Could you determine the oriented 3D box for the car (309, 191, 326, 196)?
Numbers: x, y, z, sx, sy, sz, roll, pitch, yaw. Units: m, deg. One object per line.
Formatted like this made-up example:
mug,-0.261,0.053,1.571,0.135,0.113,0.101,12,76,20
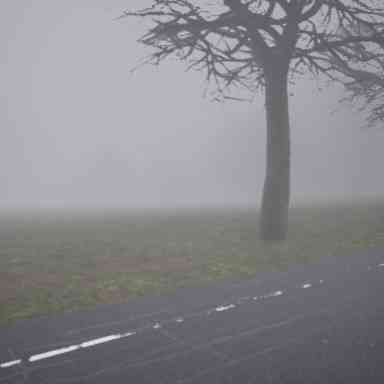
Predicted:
car,33.796,0.434,89.487,1.994,1.385,4.181,2,-2,-35
